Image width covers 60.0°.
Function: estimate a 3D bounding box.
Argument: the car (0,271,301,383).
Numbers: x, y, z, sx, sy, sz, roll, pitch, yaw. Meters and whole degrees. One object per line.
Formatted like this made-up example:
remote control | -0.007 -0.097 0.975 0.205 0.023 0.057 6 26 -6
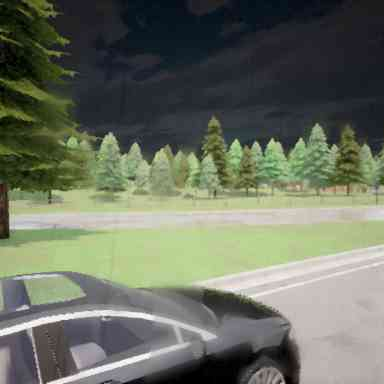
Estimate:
car | -1.093 1.483 2.782 4.902 1.511 2.128 -1 1 -36
